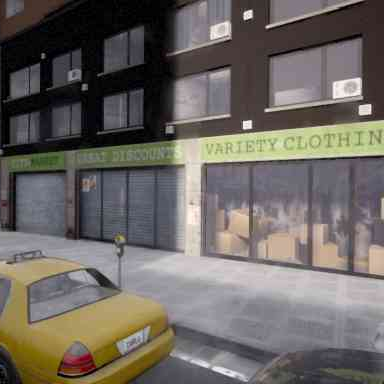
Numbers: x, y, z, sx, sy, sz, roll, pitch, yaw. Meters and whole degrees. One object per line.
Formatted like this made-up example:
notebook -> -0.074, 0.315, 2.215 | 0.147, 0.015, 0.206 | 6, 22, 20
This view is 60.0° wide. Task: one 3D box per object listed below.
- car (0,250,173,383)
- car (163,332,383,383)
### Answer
car -> -2.510, 1.524, 4.801 | 4.829, 1.417, 1.752 | 0, 1, 35
car -> 2.229, 1.551, 1.534 | 4.403, 1.369, 2.008 | 0, 1, 35
